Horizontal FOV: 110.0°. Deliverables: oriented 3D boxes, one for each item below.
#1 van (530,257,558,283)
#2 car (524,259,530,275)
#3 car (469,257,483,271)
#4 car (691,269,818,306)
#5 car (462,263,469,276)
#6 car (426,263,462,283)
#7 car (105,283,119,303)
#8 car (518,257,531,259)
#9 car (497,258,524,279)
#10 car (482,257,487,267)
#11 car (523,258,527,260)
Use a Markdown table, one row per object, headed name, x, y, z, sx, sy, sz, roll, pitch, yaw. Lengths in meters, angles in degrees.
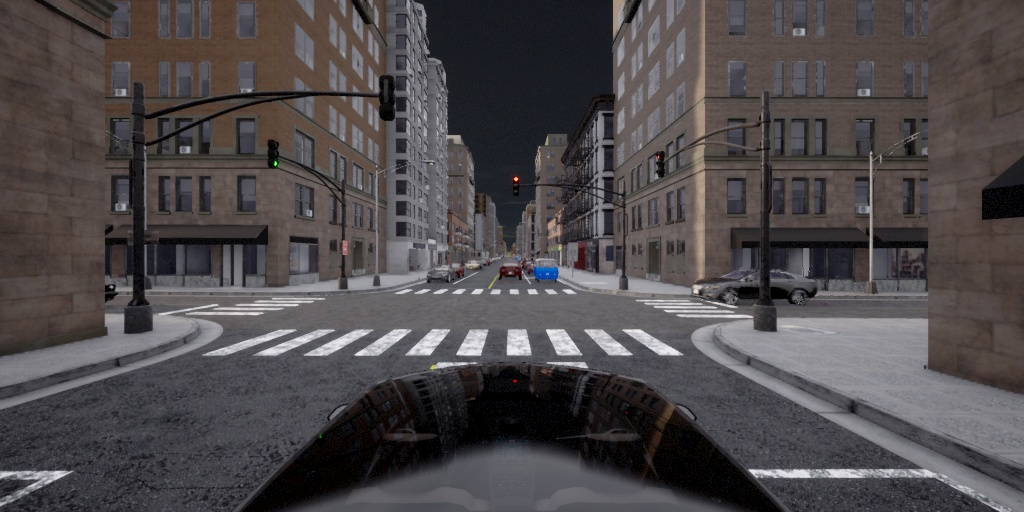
| name | x | y | z | sx | sy | sz | roll | pitch | yaw |
| --- | --- | --- | --- | --- | --- | --- | --- | --- | --- |
| van | 2.579 | 1.089 | 27.932 | 1.690 | 1.789 | 3.998 | 0 | 0 | 0 |
| car | 2.554 | 1.330 | 39.295 | 1.802 | 1.307 | 4.207 | 0 | 0 | 0 |
| car | -5.496 | 1.269 | 50.464 | 1.751 | 1.417 | 4.829 | 0 | 0 | 0 |
| car | 10.555 | 1.314 | 15.786 | 4.902 | 1.511 | 2.128 | 0 | 0 | 0 |
| car | -5.459 | 1.293 | 33.587 | 1.888 | 1.381 | 4.507 | 0 | 0 | 0 |
| car | -5.446 | 1.299 | 27.906 | 2.007 | 1.370 | 4.403 | 0 | 0 | 0 |
| car | -17.228 | 1.254 | 12.730 | 4.718 | 1.301 | 1.895 | 0 | 0 | -2 |
| car | 2.516 | 1.054 | 56.340 | 2.192 | 1.841 | 5.009 | 0 | 0 | 0 |
| car | -0.082 | 1.226 | 31.954 | 1.882 | 1.535 | 5.008 | 0 | 0 | 1 |
| car | -5.509 | 1.305 | 56.316 | 1.948 | 1.339 | 4.313 | 0 | 0 | 0 |
| car | 2.528 | 1.326 | 50.658 | 1.802 | 1.307 | 4.207 | 0 | 0 | 0 |
